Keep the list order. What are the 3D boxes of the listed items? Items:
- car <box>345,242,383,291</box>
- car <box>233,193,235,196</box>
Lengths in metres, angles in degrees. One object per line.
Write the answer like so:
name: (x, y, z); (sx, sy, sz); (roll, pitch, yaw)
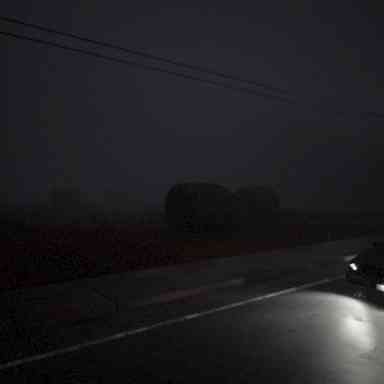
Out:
car: (6.047, 1.549, 8.230); (5.357, 1.411, 2.033); (0, 0, -35)
car: (8.722, 1.118, 66.587); (3.866, 1.878, 1.905); (-2, 5, 11)
